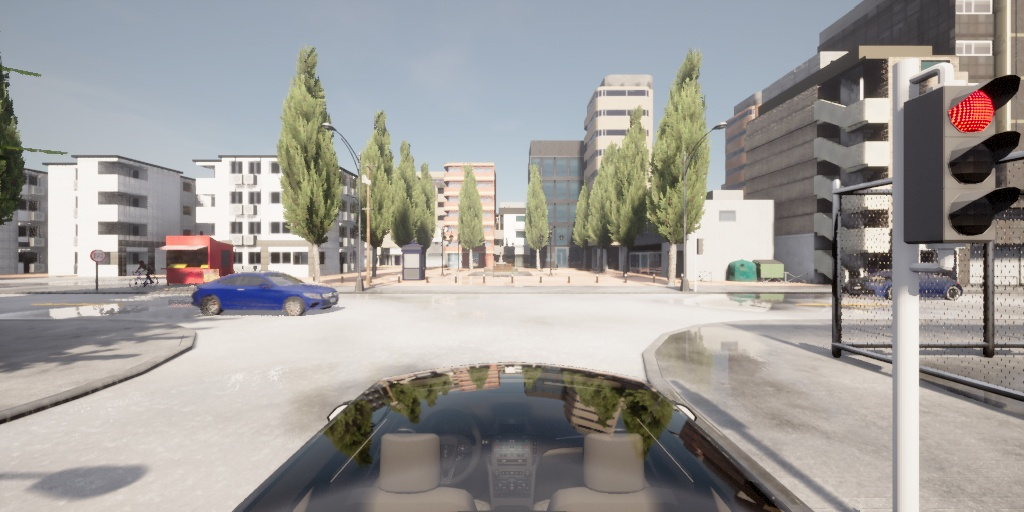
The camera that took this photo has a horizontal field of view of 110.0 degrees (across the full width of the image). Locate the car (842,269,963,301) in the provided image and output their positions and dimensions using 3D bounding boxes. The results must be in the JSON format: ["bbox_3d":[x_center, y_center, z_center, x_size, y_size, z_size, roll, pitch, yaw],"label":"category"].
[{"bbox_3d":[18.210,1.314,16.853,4.181,1.385,1.994,0,0,0],"label":"car"}]

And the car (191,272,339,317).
[{"bbox_3d":[-8.545,1.276,12.561,4.674,1.442,1.812,0,0,3],"label":"car"}]

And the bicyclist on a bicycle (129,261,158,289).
[{"bbox_3d":[-21.561,1.099,21.015,0.582,1.620,1.656,0,0,0],"label":"bicyclist on a bicycle"}]
